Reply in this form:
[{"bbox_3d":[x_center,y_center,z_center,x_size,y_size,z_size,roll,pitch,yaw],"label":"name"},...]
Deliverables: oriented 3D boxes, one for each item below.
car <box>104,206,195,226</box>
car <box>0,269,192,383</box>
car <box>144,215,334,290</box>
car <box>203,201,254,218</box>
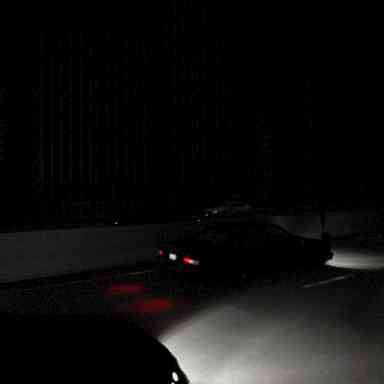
[{"bbox_3d":[-2.274,1.539,19.446,5.357,1.411,2.033,0,0,-35],"label":"car"},{"bbox_3d":[-2.012,1.562,2.282,4.181,1.385,1.994,0,0,-35],"label":"car"},{"bbox_3d":[1.611,1.544,9.114,5.357,1.411,2.033,0,0,-35],"label":"car"},{"bbox_3d":[3.083,1.516,27.380,4.674,1.442,1.812,0,0,-35],"label":"car"}]
